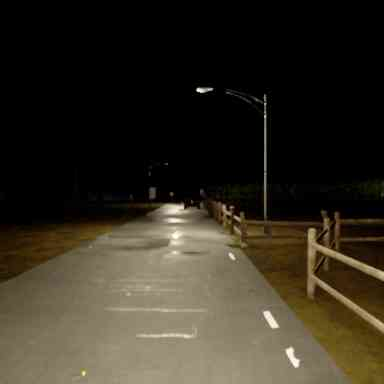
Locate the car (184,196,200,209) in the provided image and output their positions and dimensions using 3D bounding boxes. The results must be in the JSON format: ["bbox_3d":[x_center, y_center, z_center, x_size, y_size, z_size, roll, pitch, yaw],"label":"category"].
[{"bbox_3d":[0.034,1.392,45.943,2.097,1.767,4.553,0,0,1],"label":"car"}]
